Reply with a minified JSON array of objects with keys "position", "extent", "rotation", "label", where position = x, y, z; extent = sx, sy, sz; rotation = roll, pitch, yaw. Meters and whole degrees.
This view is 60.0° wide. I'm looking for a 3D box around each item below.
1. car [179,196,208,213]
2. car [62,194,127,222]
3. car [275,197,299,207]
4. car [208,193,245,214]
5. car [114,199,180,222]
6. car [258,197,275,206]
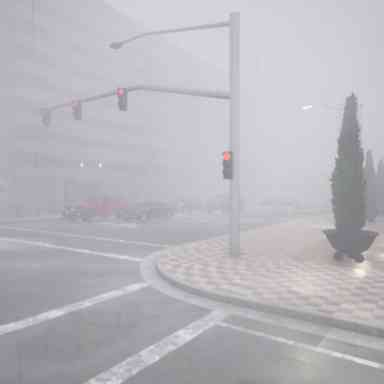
[{"position":[-0.666,1.290,35.495],"extent":[2.097,1.767,4.553],"rotation":[0,0,36],"label":"car"},{"position":[-7.374,1.160,26.149],"extent":[2.150,2.045,5.566],"rotation":[0,0,35],"label":"car"},{"position":[14.840,1.466,50.724],"extent":[1.812,1.442,4.674],"rotation":[0,0,36],"label":"car"},{"position":[3.620,1.155,35.443],"extent":[2.150,2.045,5.566],"rotation":[0,1,36],"label":"car"},{"position":[-3.347,1.444,25.776],"extent":[1.837,1.490,4.892],"rotation":[0,0,35],"label":"car"},{"position":[12.400,1.486,53.311],"extent":[2.033,1.411,5.357],"rotation":[0,0,36],"label":"car"}]
